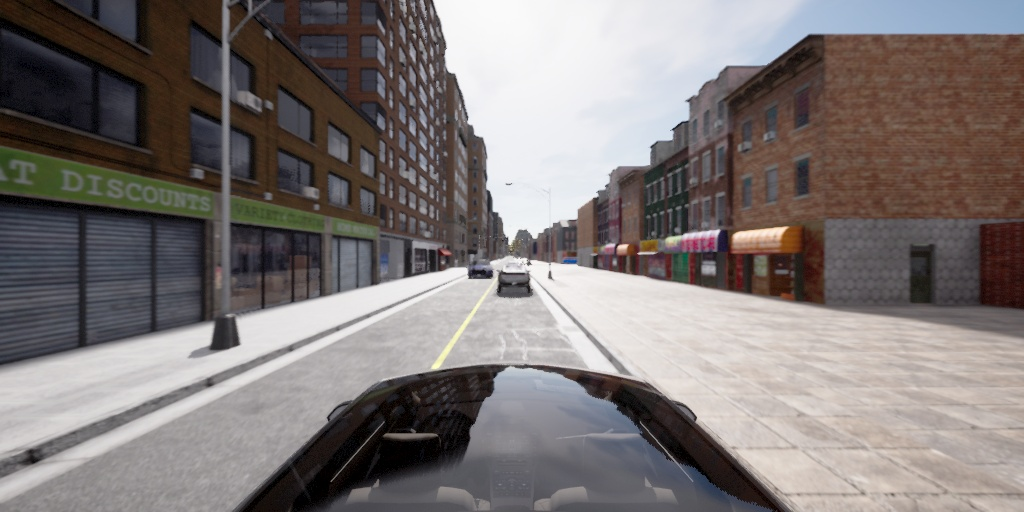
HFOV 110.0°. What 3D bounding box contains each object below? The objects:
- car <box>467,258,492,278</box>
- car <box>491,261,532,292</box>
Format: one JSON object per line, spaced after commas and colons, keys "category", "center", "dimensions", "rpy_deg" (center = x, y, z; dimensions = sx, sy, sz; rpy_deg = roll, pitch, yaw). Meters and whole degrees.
{"category": "car", "center": [-2.828, 1.092, 32.942], "dimensions": [2.097, 1.767, 4.553], "rpy_deg": [0, 0, 0]}
{"category": "car", "center": [0.114, 1.226, 20.977], "dimensions": [2.128, 1.511, 4.902], "rpy_deg": [0, 0, 0]}
